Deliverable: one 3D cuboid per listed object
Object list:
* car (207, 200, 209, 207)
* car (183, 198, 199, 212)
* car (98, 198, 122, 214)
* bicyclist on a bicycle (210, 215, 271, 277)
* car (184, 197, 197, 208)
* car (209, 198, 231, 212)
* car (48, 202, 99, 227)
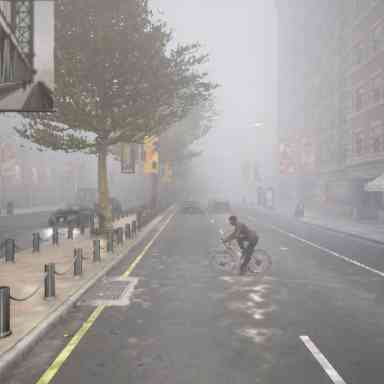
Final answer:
[{"bbox_3d":[3.259,1.564,47.363,1.994,1.385,4.181,0,0,0],"label":"car"},{"bbox_3d":[-0.121,1.601,38.966,1.895,1.301,4.718,0,0,0],"label":"car"},{"bbox_3d":[-8.234,1.352,32.062,2.097,1.767,4.553,0,0,0],"label":"car"},{"bbox_3d":[1.293,1.455,8.986,1.656,1.620,0.582,-2,0,0],"label":"bicyclist on a bicycle"},{"bbox_3d":[-0.188,1.526,48.070,1.812,1.442,4.674,0,0,1],"label":"car"},{"bbox_3d":[3.315,1.478,38.376,1.882,1.535,5.008,0,0,0],"label":"car"},{"bbox_3d":[-8.167,1.565,22.778,1.994,1.385,4.181,0,0,0],"label":"car"}]
